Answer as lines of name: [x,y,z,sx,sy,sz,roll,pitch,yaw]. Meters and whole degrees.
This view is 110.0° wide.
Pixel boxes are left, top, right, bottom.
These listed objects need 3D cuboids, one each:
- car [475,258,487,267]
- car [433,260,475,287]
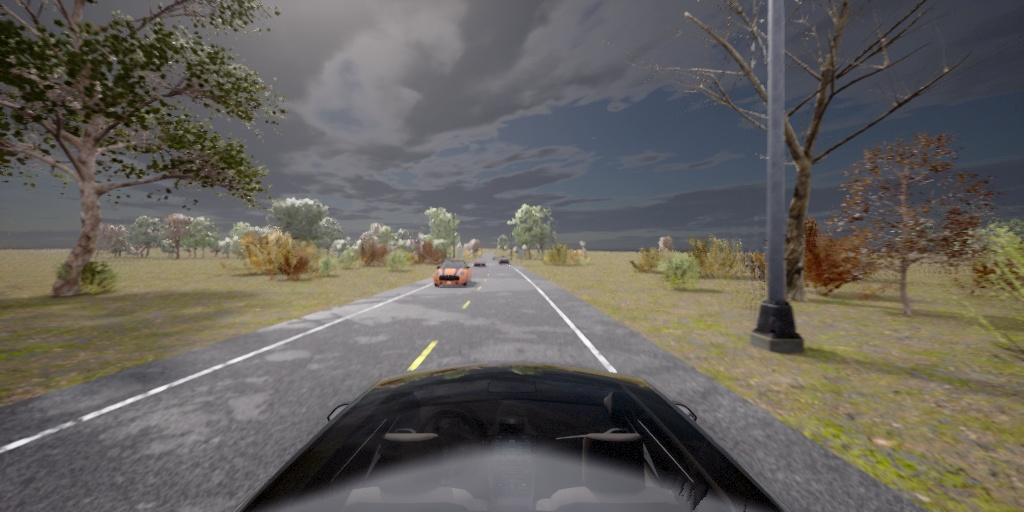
car: [-5.221,1.073,59.049,1.882,1.535,5.008,0,2,-3]
car: [-3.888,1.055,24.117,2.097,1.767,4.553,0,0,-1]
